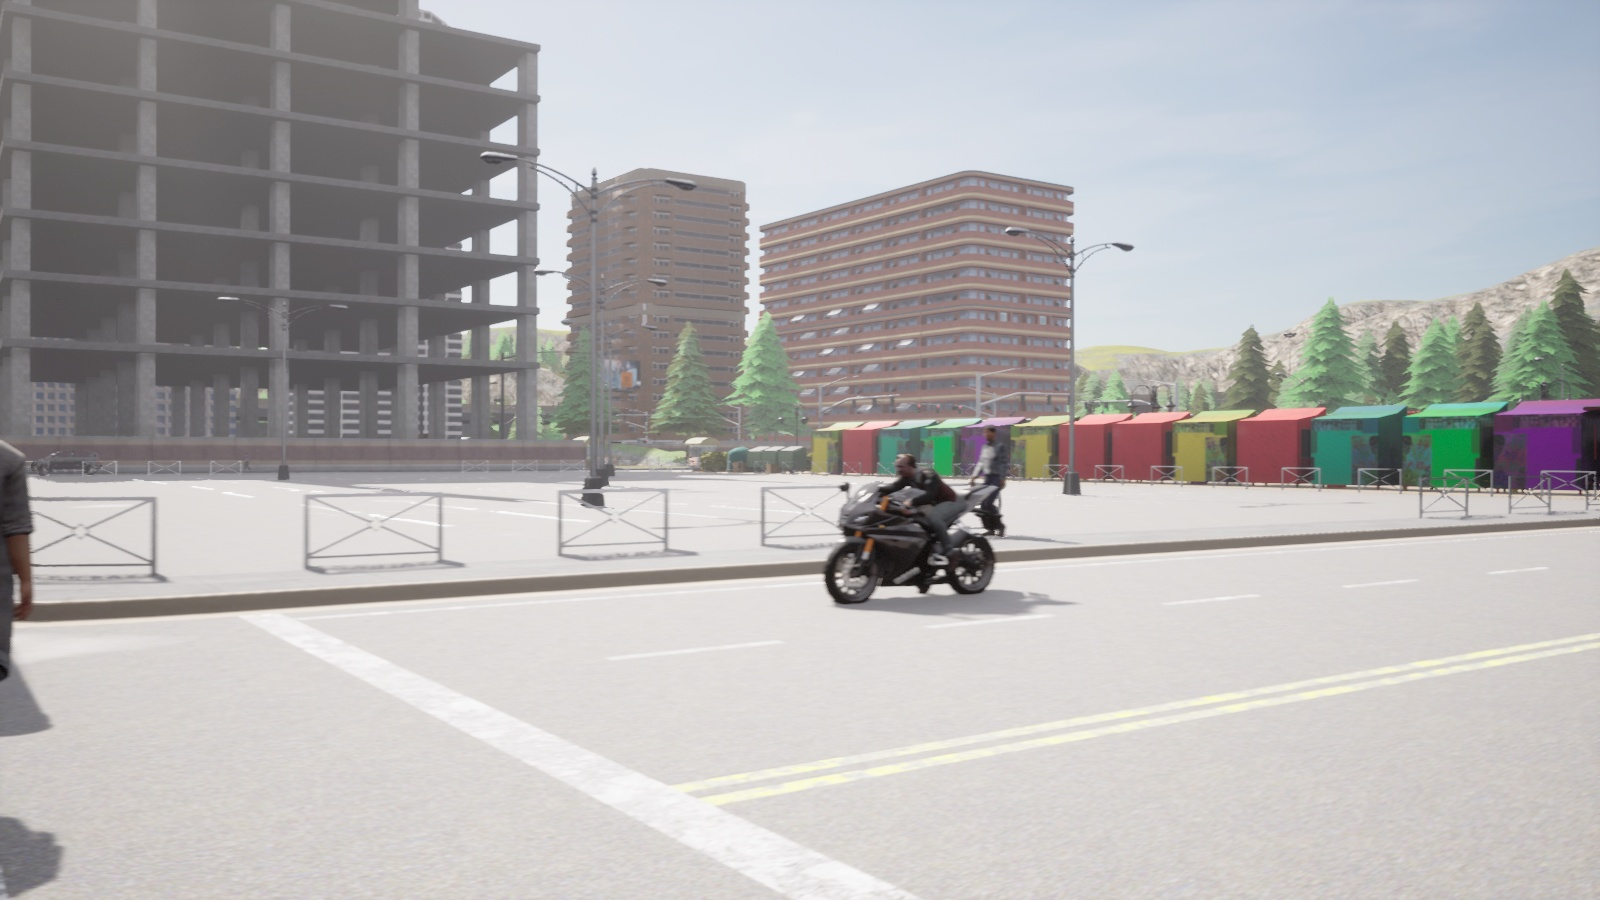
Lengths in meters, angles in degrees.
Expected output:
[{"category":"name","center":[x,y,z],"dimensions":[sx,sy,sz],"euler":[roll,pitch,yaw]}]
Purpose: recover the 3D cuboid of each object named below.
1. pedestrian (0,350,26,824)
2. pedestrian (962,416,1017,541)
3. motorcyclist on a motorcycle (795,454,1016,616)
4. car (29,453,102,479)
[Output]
[{"category":"pedestrian","center":[-3.749,0.564,5.373],"dimensions":[0.659,1.952,0.873],"euler":[0,0,-37]},{"category":"pedestrian","center":[3.024,0.446,20.006],"dimensions":[0.788,1.949,0.423],"euler":[0,0,-35]},{"category":"motorcyclist on a motorcycle","center":[1.100,0.809,12.857],"dimensions":[2.191,1.530,0.866],"euler":[0,0,-34]},{"category":"car","center":[-45.041,0.951,77.024],"dimensions":[3.705,1.549,1.789],"euler":[0,0,-35]}]
